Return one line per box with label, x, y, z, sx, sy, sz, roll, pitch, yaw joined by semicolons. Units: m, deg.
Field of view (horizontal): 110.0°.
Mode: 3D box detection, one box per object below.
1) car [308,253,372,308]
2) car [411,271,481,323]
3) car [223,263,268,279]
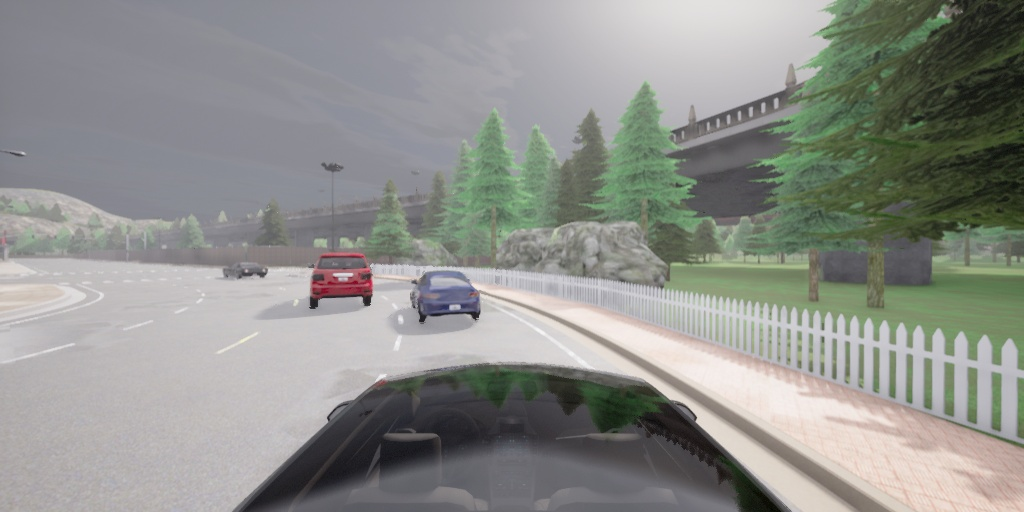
car;-7.282;0.906;15.182;2.150;2.045;5.566;0;0;-27
car;-2.314;1.222;12.008;1.812;1.442;4.674;0;1;-19
car;-22.475;1.216;30.106;4.718;1.301;1.895;0;0;35
